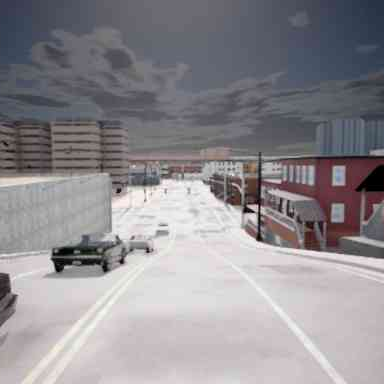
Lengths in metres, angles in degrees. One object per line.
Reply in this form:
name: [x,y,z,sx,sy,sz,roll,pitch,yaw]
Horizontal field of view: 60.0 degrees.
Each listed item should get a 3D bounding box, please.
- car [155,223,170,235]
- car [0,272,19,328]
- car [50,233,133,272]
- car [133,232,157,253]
car: [-4.237,5.251,48.082,1.895,1.301,4.718,0,2,-1]
car: [-3.624,1.562,2.909,2.033,1.411,5.357,0,0,-1]
car: [-3.787,2.287,13.078,1.895,1.301,4.718,0,-7,-1]
car: [-3.964,3.899,25.267,1.895,1.301,4.718,0,-8,-1]
